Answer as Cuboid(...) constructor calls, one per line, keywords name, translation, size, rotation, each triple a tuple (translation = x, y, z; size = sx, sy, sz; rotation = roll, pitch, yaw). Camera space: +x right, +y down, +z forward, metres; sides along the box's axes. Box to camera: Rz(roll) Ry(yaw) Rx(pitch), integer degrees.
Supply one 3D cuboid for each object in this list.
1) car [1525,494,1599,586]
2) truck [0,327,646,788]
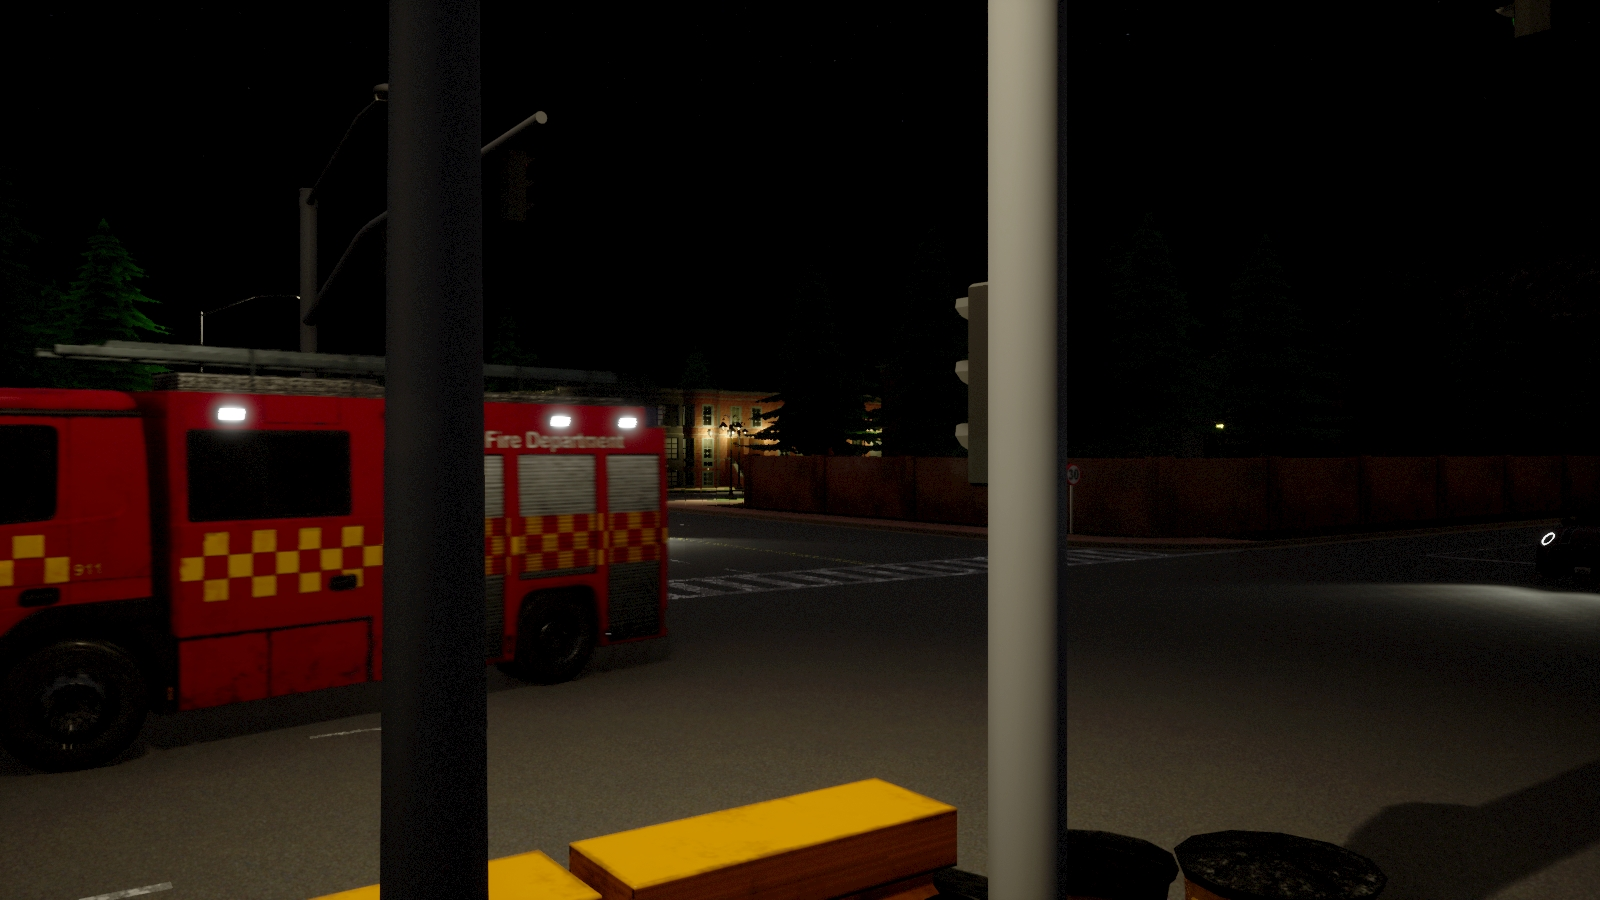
Cuboid(name="car", translation=(18.010, 1.906, 24.946), size=(4.553, 1.767, 2.097), rotation=(0, 0, -35))
Cuboid(name="truck", translation=(-5.893, 0.890, 12.395), size=(2.891, 3.827, 8.468), rotation=(0, 0, 43))
